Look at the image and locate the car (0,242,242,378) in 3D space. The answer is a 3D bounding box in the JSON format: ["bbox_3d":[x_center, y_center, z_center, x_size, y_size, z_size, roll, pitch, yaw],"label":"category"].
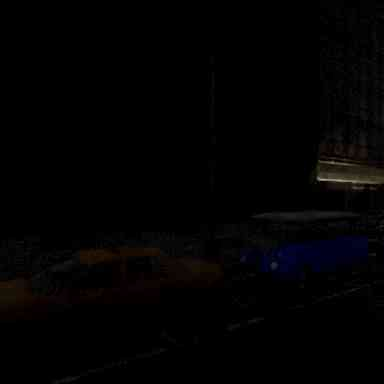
[{"bbox_3d":[-1.588,1.555,5.522,4.829,1.417,1.752,1,0,-36],"label":"car"}]

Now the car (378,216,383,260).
[{"bbox_3d":[7.614,1.573,12.234,4.097,1.590,1.967,1,0,-36],"label":"car"}]

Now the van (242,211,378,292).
[{"bbox_3d":[3.083,1.423,8.929,3.998,1.788,1.690,1,0,-36],"label":"van"}]
